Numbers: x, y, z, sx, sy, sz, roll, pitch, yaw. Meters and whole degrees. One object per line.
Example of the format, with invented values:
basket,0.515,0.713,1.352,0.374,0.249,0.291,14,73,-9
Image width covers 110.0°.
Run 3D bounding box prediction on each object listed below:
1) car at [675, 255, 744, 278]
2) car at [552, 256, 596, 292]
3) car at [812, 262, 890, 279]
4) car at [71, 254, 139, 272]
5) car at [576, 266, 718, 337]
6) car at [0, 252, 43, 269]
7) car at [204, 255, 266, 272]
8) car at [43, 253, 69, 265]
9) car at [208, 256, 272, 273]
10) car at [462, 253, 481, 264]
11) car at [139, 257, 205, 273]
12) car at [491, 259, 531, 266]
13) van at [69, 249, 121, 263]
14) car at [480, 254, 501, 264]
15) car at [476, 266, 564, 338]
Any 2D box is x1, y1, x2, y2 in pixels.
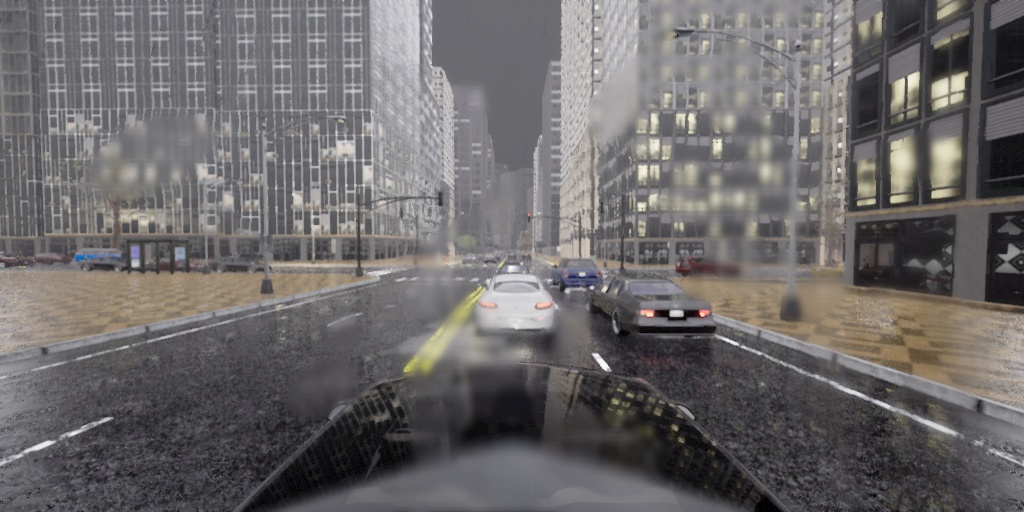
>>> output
car,16.198,0.888,29.772,5.009,1.841,2.192,0,0,1
car,3.353,0.855,19.206,2.097,1.767,4.553,0,1,0
car,27.646,1.200,29.575,4.829,1.417,1.751,0,0,1
car,-34.092,0.676,30.608,4.313,1.339,1.948,0,0,1
car,3.353,1.183,9.824,2.033,1.411,5.357,0,1,0
car,-47.818,0.379,33.547,5.008,1.535,1.882,0,2,2
car,-25.454,0.677,33.055,4.181,1.385,1.994,1,2,1
car,-50.964,0.281,39.381,4.207,1.307,1.802,0,0,1
car,-22.727,0.785,30.301,4.313,1.339,1.948,0,0,1
car,-6.566,0.316,56.451,2.097,1.767,4.553,0,1,0
car,-28.411,0.748,30.434,4.207,1.307,1.802,0,0,1
car,0.102,1.054,18.927,2.033,1.411,5.357,0,1,0
van,-45.281,0.094,39.266,3.998,1.789,1.690,0,0,1
car,-3.317,0.513,56.319,2.033,1.411,5.357,0,1,0
car,0.100,1.163,9.683,1.812,1.442,4.674,0,1,0
